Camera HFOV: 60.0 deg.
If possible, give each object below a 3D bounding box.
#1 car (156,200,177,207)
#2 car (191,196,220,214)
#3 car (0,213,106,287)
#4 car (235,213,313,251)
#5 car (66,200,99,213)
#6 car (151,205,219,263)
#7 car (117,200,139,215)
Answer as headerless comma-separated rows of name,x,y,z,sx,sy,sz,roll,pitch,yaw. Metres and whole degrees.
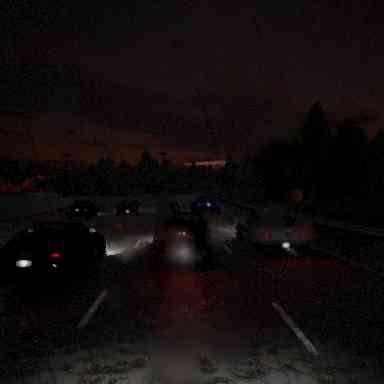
car,-2.307,1.385,30.459,1.895,1.301,4.718,0,0,-8
car,1.140,1.127,30.887,2.097,1.767,4.553,0,0,-8
car,-3.728,1.503,9.210,1.994,1.385,4.181,0,0,-2
car,3.051,1.497,13.516,1.895,1.301,4.718,0,0,-4
car,-8.886,1.366,27.205,2.033,1.411,5.357,0,0,-8
car,-0.355,1.421,11.681,1.837,1.490,4.892,0,0,-3
car,-5.950,1.386,31.183,1.895,1.301,4.718,0,0,-9
